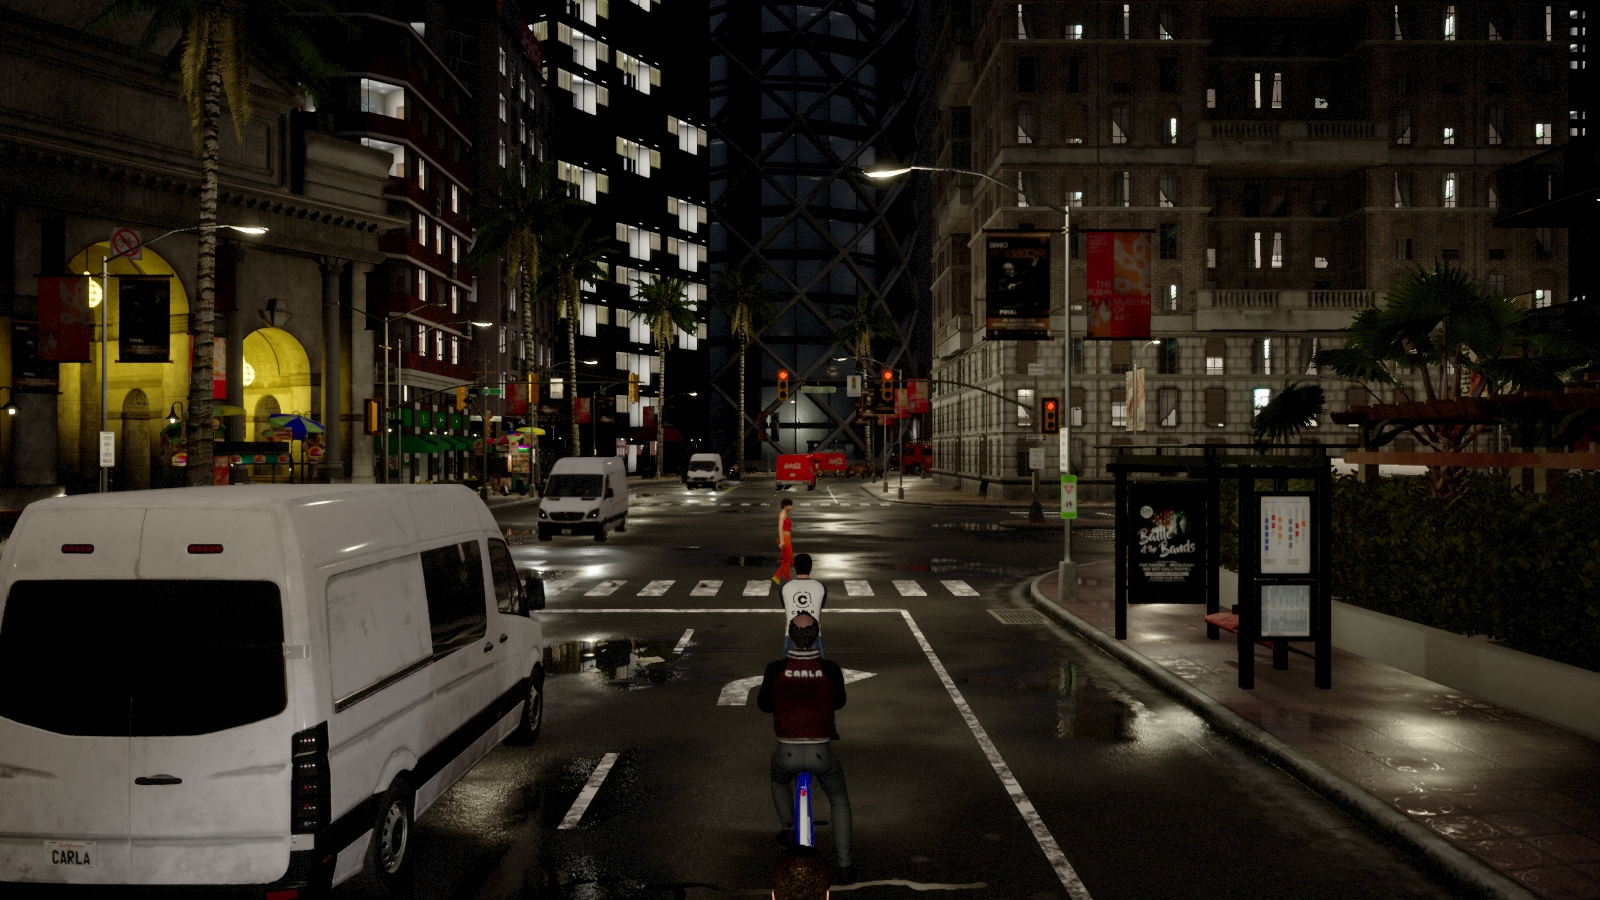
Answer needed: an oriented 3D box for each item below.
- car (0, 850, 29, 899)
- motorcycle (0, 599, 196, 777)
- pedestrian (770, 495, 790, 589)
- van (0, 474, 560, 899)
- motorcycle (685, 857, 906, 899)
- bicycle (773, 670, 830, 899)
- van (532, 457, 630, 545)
[{"bbox_3d":[-3.487,2.120,2.971,1.481,1.376,2.207,0,0,0],"label":"car"},{"bbox_3d":[-6.829,2.205,10.983,0.867,1.251,2.209,0,0,0],"label":"motorcycle"},{"bbox_3d":[-0.401,1.849,23.019,0.375,1.860,0.375,0,0,-4],"label":"pedestrian"},{"bbox_3d":[-3.525,1.534,8.973,1.988,2.561,5.915,0,0,0],"label":"van"},{"bbox_3d":[-0.018,2.213,3.585,0.803,1.145,2.033,0,0,0],"label":"motorcycle"},{"bbox_3d":[0.008,2.210,7.501,0.329,1.171,1.835,0,0,0],"label":"bicycle"},{"bbox_3d":[-6.895,1.534,36.633,1.988,2.561,5.915,0,0,0],"label":"van"}]
